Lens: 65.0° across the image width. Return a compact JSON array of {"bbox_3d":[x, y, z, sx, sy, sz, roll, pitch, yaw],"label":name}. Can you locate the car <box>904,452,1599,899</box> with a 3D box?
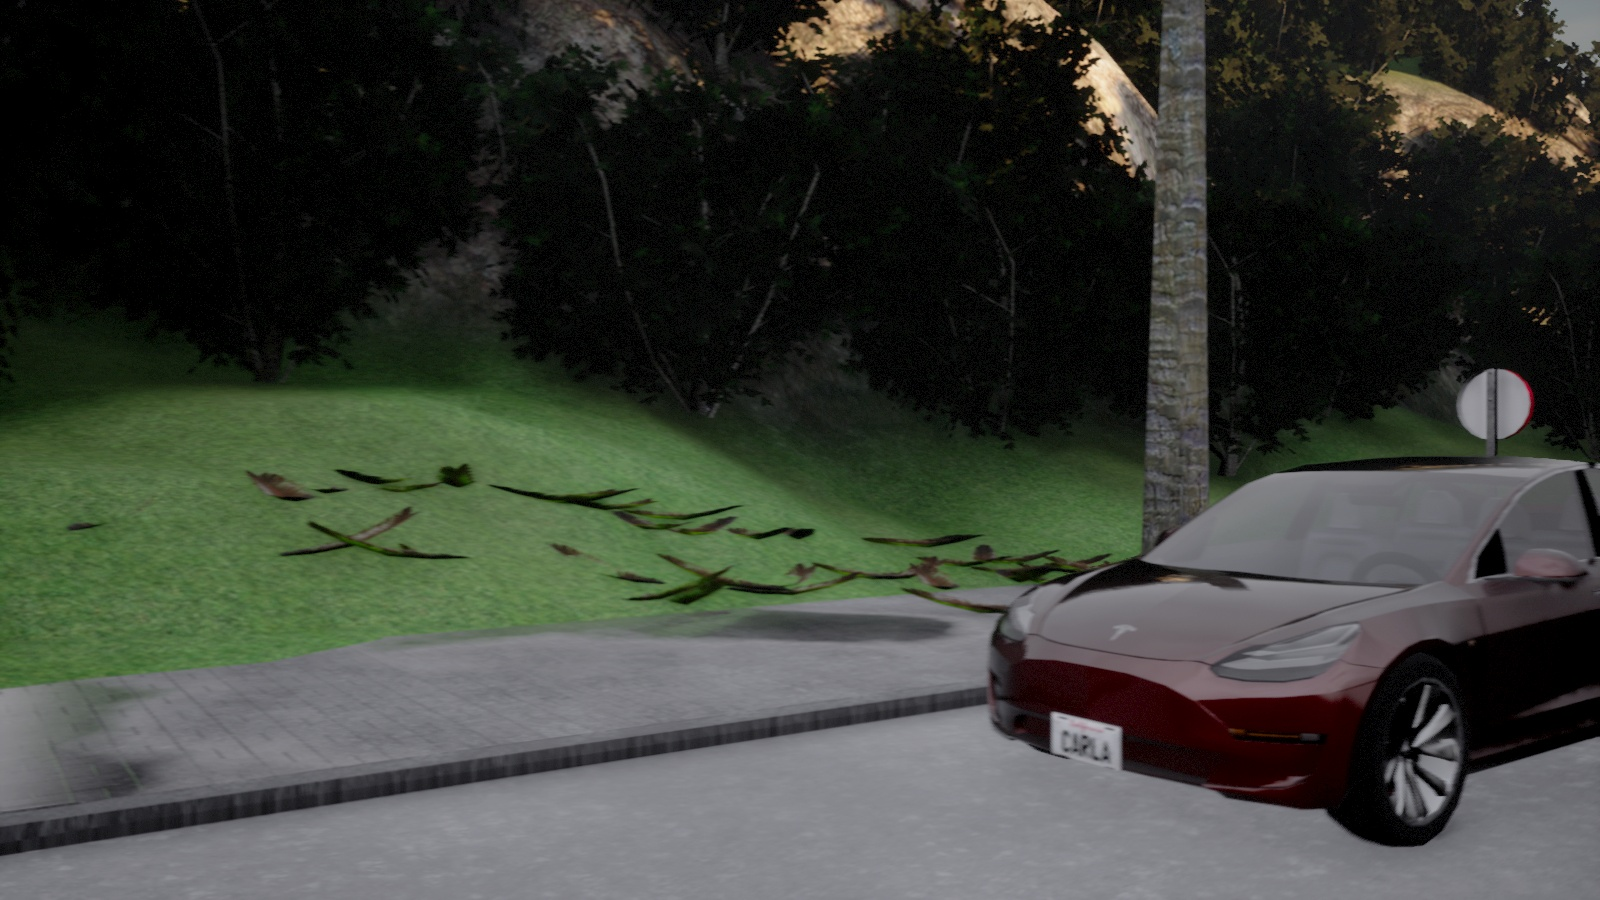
[{"bbox_3d":[3.078,0.754,6.410,4.792,1.488,2.163,0,0,-35],"label":"car"}]
